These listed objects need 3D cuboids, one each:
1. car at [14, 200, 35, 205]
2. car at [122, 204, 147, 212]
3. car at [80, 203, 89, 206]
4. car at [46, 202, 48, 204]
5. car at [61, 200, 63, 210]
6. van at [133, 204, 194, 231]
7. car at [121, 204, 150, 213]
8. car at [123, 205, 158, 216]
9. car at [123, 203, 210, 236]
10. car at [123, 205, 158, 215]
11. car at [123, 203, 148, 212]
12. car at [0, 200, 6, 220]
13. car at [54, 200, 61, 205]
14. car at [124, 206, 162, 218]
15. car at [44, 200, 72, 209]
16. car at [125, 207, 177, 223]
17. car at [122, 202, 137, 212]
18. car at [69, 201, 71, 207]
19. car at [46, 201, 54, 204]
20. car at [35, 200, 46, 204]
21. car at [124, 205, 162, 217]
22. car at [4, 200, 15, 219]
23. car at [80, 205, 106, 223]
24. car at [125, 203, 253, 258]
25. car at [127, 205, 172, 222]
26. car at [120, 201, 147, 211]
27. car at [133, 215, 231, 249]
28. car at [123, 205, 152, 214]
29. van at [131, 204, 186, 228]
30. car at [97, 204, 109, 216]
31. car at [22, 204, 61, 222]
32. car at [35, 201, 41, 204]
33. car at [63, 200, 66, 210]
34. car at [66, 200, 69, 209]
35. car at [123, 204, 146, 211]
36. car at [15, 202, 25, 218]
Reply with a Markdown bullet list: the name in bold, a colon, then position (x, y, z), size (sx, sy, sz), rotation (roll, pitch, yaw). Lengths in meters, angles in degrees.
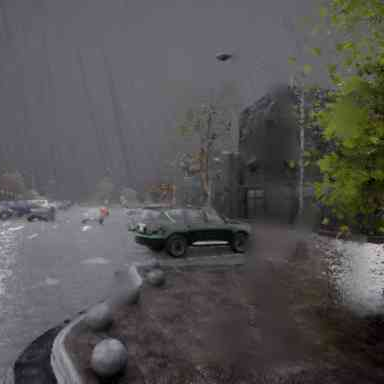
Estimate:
- **car**: position (-22.898, 2.026, 40.905), size (5.566, 2.045, 2.435), rotation (1, -2, -32)
- **car**: position (-12.515, 3.436, 72.764), size (4.892, 1.521, 2.231), rotation (3, -2, -32)
- **car**: position (-24.328, 3.031, 75.301), size (1.812, 1.442, 4.674), rotation (2, -2, -12)
- **car**: position (-24.803, 2.505, 49.763), size (4.892, 1.521, 2.231), rotation (1, -2, -32)
- **car**: position (-28.077, 2.755, 64.510), size (4.553, 1.767, 2.185), rotation (1, -2, -32)
- **van**: position (-2.274, 2.031, 26.608), size (4.442, 1.987, 1.878), rotation (3, -3, -32)
- **car**: position (-11.403, 3.276, 66.880), size (5.366, 1.575, 1.946), rotation (3, -2, -32)
- **car**: position (-8.082, 2.918, 52.534), size (5.008, 1.535, 2.097), rotation (3, -2, -32)
- **car**: position (-1.755, 1.924, 23.634), size (5.566, 2.045, 2.435), rotation (3, -2, -32)
- **car**: position (-8.566, 2.998, 55.533), size (5.366, 1.575, 1.946), rotation (3, -3, -32)
- **car**: position (-11.854, 3.237, 69.892), size (4.553, 1.767, 2.185), rotation (3, -2, -32)
- **car**: position (-20.896, 1.927, 32.074), size (4.553, 1.767, 2.185), rotation (1, -2, -32)
- **car**: position (-26.737, 2.480, 58.647), size (5.566, 2.045, 2.435), rotation (1, -2, -32)
- **car**: position (-6.836, 2.799, 46.737), size (4.792, 1.488, 2.163), rotation (3, -2, -32)
- **car**: position (-30.662, 2.930, 76.313), size (5.566, 2.045, 2.435), rotation (1, -2, -32)
- **car**: position (-4.278, 2.476, 35.196), size (4.892, 1.521, 2.231), rotation (3, -2, -32)
- **car**: position (-1.122, 1.850, 20.744), size (5.566, 2.045, 2.435), rotation (3, -2, -32)
- **car**: position (-30.006, 3.108, 73.376), size (4.892, 1.521, 2.231), rotation (1, -2, -32)
- **car**: position (-25.491, 2.328, 52.711), size (5.566, 2.045, 2.435), rotation (1, -2, -32)
- **car**: position (-24.139, 2.178, 46.838), size (5.566, 2.045, 2.435), rotation (1, -2, -32)
- **car**: position (-7.299, 2.850, 49.754), size (5.366, 1.575, 1.946), rotation (3, -3, -32)
- **car**: position (-21.553, 2.002, 35.030), size (4.553, 1.767, 2.185), rotation (1, -2, -32)
- **car**: position (-10.106, 2.368, 34.176), size (1.812, 1.442, 4.674), rotation (2, -2, -13)
- **car**: position (0.183, 1.703, 15.008), size (5.566, 2.045, 2.435), rotation (3, -3, -32)
- **car**: position (-4.883, 2.425, 38.111), size (4.553, 1.767, 2.185), rotation (3, -2, -32)
- **car**: position (-13.760, 3.332, 78.570), size (5.566, 2.045, 2.435), rotation (3, -2, -32)
- **car**: position (-0.488, 2.055, 17.840), size (4.792, 1.488, 2.163), rotation (3, -2, -32)
- **car**: position (-9.965, 3.170, 61.225), size (4.792, 1.488, 2.163), rotation (3, -2, -32)
- **van**: position (-2.907, 2.106, 29.497), size (4.442, 1.987, 1.878), rotation (3, -3, -32)
- **car**: position (-13.481, 2.590, 49.635), size (2.097, 1.767, 4.553), rotation (2, -2, -12)
- **car**: position (-15.280, 2.282, 33.995), size (2.033, 1.411, 5.357), rotation (1, -2, -12)
- **car**: position (-23.368, 2.354, 43.968), size (5.366, 1.575, 1.946), rotation (1, -2, -32)
- **car**: position (-28.732, 2.830, 67.464), size (4.553, 1.767, 2.185), rotation (1, -2, -32)
- **car**: position (-29.324, 2.907, 70.444), size (4.553, 1.767, 2.185), rotation (1, -2, -32)
- **car**: position (-13.154, 3.548, 75.650), size (4.674, 1.452, 2.002), rotation (3, -3, -32)
- **car**: position (-22.201, 2.233, 37.979), size (4.792, 1.488, 2.163), rotation (1, -2, -32)
